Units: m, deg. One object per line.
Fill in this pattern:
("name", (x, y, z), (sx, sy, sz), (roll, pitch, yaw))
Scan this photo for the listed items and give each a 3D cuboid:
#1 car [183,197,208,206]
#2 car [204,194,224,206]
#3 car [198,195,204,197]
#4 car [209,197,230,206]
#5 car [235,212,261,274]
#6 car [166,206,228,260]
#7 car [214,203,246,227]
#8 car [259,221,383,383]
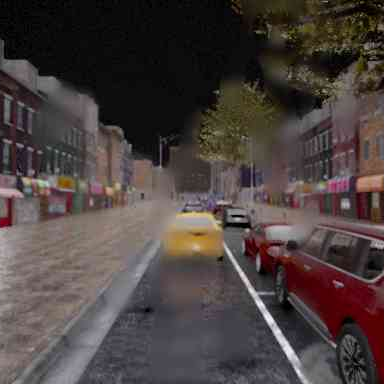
("car", (0.146, 1.568, 31.884), (2.128, 1.511, 4.902), (0, 0, 0))
("car", (3.052, 1.312, 41.813), (2.150, 2.045, 5.566), (0, 0, 0))
("car", (2.785, 1.599, 71.560), (1.967, 1.590, 4.097), (2, 0, 0))
("car", (3.073, 1.555, 34.778), (1.882, 1.535, 5.008), (0, 0, 0))
("car", (2.677, 1.592, 10.462), (1.887, 1.381, 4.507), (2, 0, 0))
("car", (0.104, 1.530, 12.653), (1.882, 1.535, 5.008), (0, 0, 0))
("car", (2.697, 1.636, 21.573), (1.947, 1.339, 4.313), (2, 0, 0))
("car", (2.672, 1.340, 4.905), (2.192, 1.841, 5.009), (2, 0, 0))
